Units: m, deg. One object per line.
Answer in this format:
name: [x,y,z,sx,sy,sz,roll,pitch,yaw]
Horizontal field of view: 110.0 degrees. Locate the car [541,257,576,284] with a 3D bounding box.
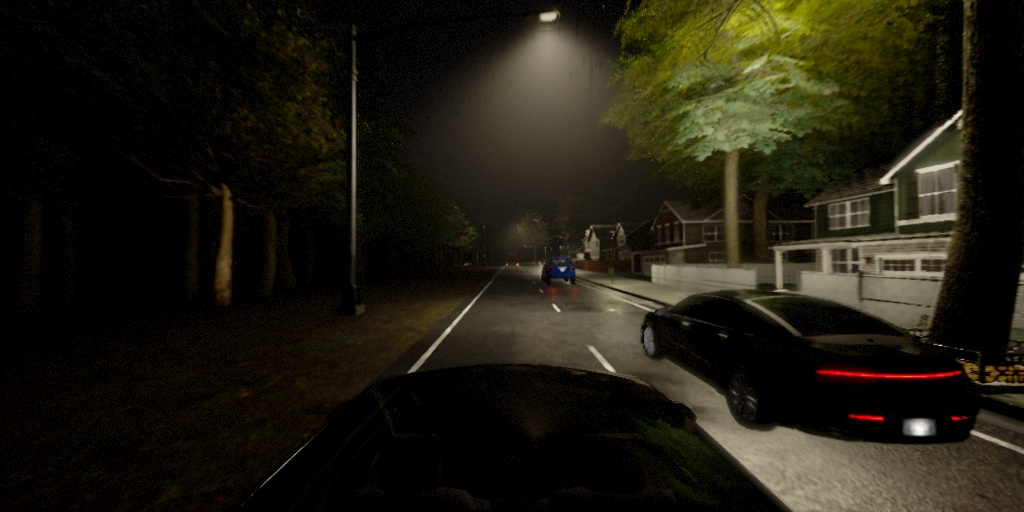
car: [3.611,1.107,28.334,2.150,2.045,5.566,0,0,0]

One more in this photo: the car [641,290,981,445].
car: [3.599,1.274,5.590,1.837,1.490,4.892,0,0,0]
